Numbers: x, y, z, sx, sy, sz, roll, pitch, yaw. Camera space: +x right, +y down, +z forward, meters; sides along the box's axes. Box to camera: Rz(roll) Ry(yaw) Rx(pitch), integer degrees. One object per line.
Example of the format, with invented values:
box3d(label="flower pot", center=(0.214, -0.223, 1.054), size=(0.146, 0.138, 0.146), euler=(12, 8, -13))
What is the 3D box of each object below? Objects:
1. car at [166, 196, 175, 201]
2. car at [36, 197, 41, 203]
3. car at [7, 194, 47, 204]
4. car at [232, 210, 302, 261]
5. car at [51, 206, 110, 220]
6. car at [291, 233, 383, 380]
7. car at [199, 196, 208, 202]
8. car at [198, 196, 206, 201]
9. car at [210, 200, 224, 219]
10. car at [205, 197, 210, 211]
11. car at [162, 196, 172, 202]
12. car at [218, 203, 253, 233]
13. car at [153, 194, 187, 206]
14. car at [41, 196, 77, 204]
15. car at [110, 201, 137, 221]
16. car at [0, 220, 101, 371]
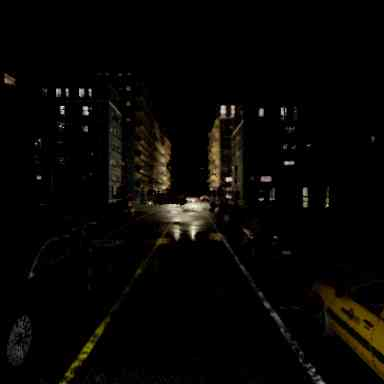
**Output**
box3d(label="car", center=(-5.649, 1.648, 86.342), size=(2.008, 1.369, 4.403), euler=(0, 0, 0))
box3d(label="car", center=(-25.657, 1.102, 50.915), size=(4.507, 1.381, 1.887), euler=(1, -2, 0))
box3d(label="car", center=(-26.498, 1.119, 53.583), size=(5.357, 1.411, 2.033), euler=(1, -1, 0))
box3d(label="car", center=(2.802, 1.559, 11.995), size=(2.008, 1.369, 4.403), euler=(0, 0, 0))
box3d(label="car", center=(-5.800, 1.563, 16.625), size=(2.008, 1.369, 4.403), euler=(0, 0, 0))
box3d(label="car", center=(2.759, 1.528, 3.774), size=(1.752, 1.417, 4.829), euler=(0, 0, 0))
box3d(label="car", center=(2.839, 1.518, 75.014), size=(1.967, 1.590, 4.097), euler=(0, 0, 0))
box3d(label="car", center=(2.734, 1.672, 92.004), size=(1.947, 1.339, 4.313), euler=(0, 0, 0))
box3d(label="car", center=(2.838, 1.604, 28.541), size=(1.802, 1.307, 4.206), euler=(0, 0, 0))
box3d(label="car", center=(2.841, 1.575, 37.543), size=(1.887, 1.381, 4.507), euler=(0, 0, 0))
box3d(label="car", center=(-5.744, 1.625, 76.239), size=(1.887, 1.381, 4.507), euler=(0, 0, 0))
box3d(label="car", center=(2.834, 1.580, 19.540), size=(1.947, 1.339, 4.313), euler=(0, 0, 0))
box3d(label="car", center=(-3.497, 1.284, 53.789), size=(5.566, 2.045, 2.150), euler=(1, -1, -1))
box3d(label="car", center=(-19.976, 1.208, 50.889), size=(4.507, 1.381, 1.887), euler=(1, -2, 0))
box3d(label="car", center=(-5.801, 1.461, 27.444), size=(1.967, 1.590, 4.097), euler=(0, 0, 0))
box3d(label="car", center=(-3.099, 1.495, 5.753), size=(2.128, 1.511, 4.902), euler=(0, 0, 0))
